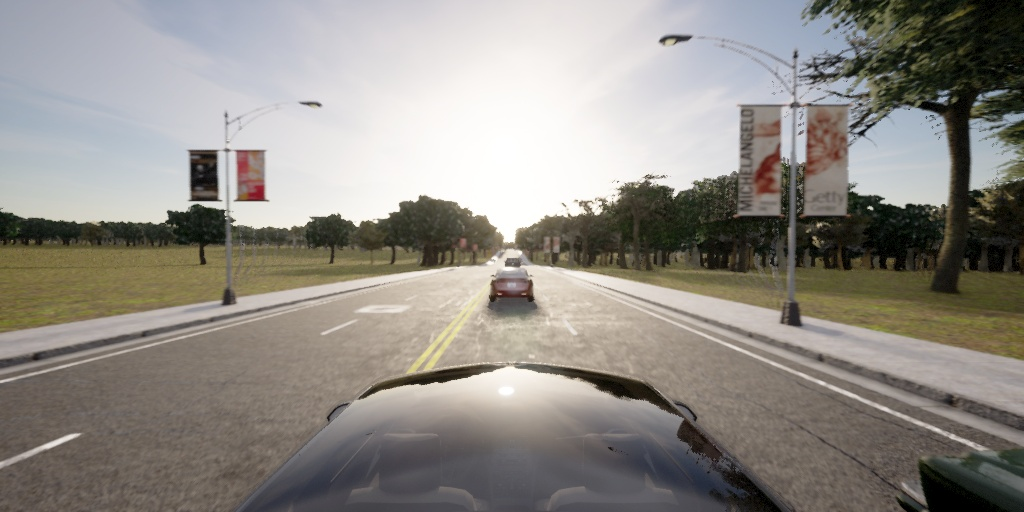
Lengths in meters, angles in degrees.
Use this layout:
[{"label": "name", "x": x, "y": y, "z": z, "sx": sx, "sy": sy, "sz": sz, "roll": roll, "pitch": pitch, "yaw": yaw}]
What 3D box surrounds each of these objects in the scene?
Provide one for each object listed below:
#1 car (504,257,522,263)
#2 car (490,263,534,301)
[{"label": "car", "x": 0.106, "y": 1.156, "z": 46.836, "sx": 2.150, "sy": 2.045, "sz": 5.566, "roll": 0, "pitch": 0, "yaw": 0}, {"label": "car", "x": -0.006, "y": 1.287, "z": 17.669, "sx": 2.163, "sy": 1.488, "sz": 4.792, "roll": 0, "pitch": 0, "yaw": 0}]
